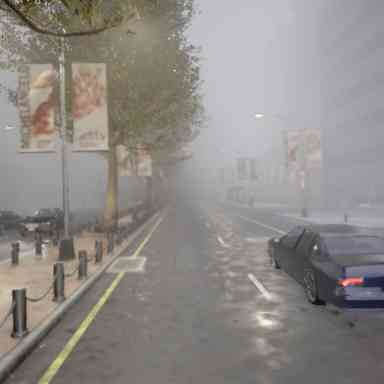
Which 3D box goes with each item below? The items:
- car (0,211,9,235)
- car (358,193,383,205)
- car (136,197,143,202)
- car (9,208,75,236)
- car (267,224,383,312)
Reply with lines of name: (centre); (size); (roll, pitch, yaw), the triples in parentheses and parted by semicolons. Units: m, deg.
car: (-12.220, 1.902, 20.889); (1.994, 1.385, 4.181); (-2, 0, -2)
car: (21.498, 0.829, 40.174); (2.161, 1.482, 4.786); (-2, 0, -2)
car: (-14.596, 2.009, 90.826); (1.895, 1.301, 4.718); (-2, 0, -2)
car: (-8.704, 1.733, 20.340); (2.128, 1.511, 4.902); (-2, 0, -2)
car: (3.183, 1.461, 7.772); (2.033, 1.411, 5.357); (-2, 0, 0)
